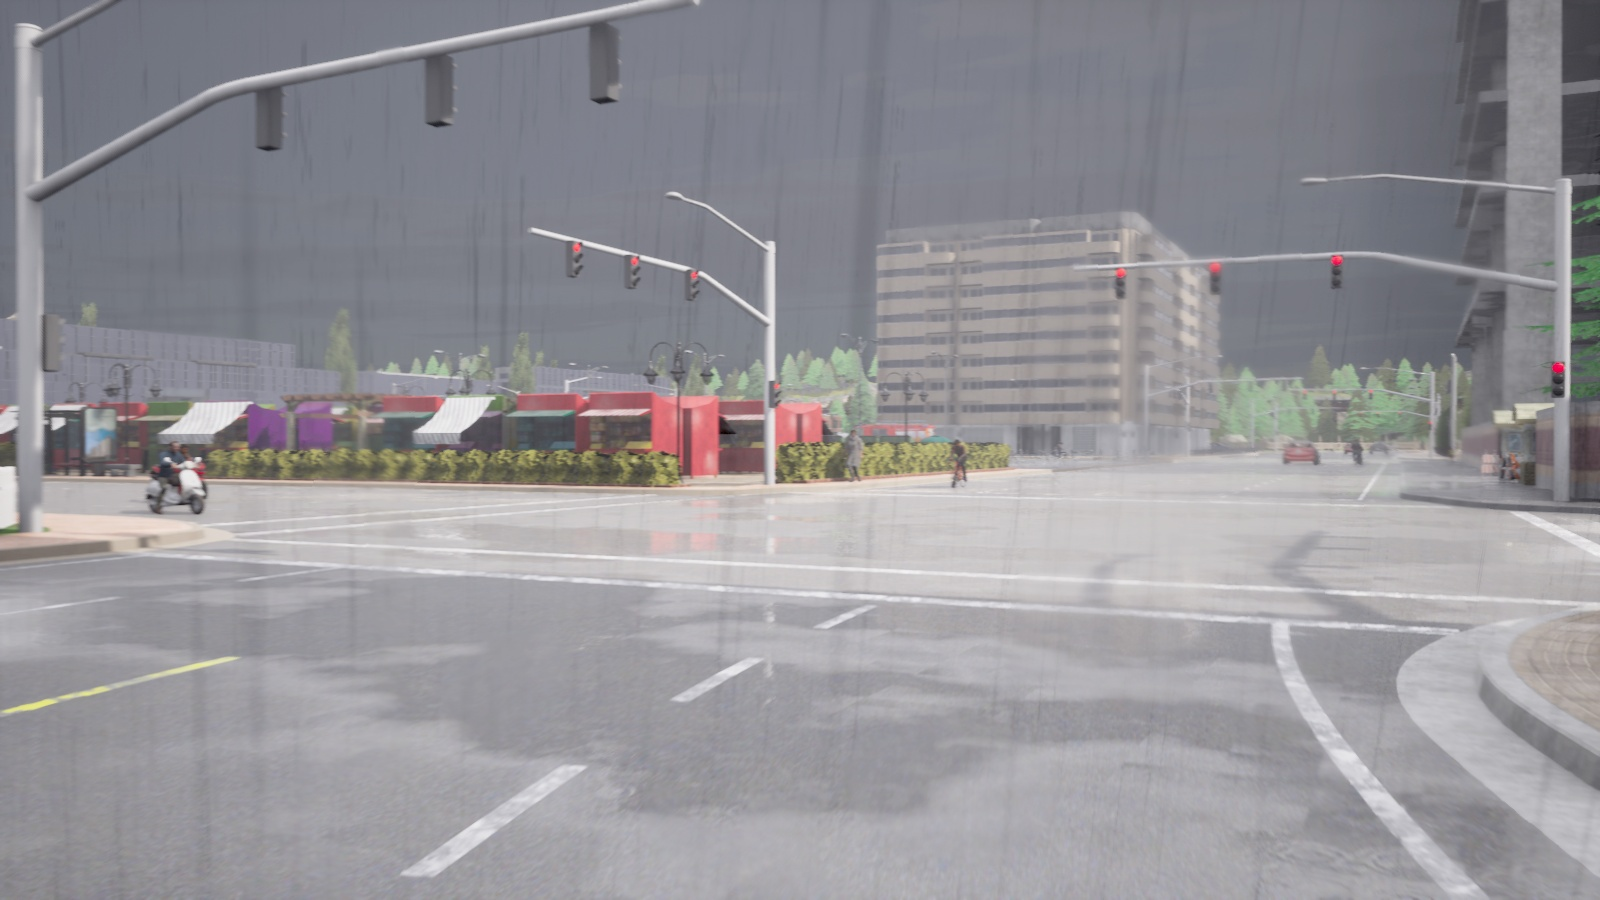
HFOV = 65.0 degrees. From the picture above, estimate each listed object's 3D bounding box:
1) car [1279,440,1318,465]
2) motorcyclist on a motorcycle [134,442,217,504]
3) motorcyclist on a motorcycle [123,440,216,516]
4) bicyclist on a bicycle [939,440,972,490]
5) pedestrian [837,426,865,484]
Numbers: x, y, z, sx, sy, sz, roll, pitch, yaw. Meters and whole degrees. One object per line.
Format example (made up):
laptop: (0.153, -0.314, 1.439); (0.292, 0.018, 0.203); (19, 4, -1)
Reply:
car: (34.684, 0.169, 87.270); (2.242, 1.667, 4.611); (0, 0, 25)
motorcyclist on a motorcycle: (-15.954, 0.569, 32.076); (2.044, 1.523, 0.797); (0, 0, 26)
motorcyclist on a motorcycle: (-13.573, 0.574, 27.030); (1.817, 1.590, 0.866); (0, 0, 26)
bicyclist on a bicycle: (5.156, 0.475, 41.546); (0.582, 1.620, 1.656); (0, 1, 25)
pedestrian: (1.738, 0.162, 42.721); (0.659, 1.952, 0.873); (0, 0, 29)
